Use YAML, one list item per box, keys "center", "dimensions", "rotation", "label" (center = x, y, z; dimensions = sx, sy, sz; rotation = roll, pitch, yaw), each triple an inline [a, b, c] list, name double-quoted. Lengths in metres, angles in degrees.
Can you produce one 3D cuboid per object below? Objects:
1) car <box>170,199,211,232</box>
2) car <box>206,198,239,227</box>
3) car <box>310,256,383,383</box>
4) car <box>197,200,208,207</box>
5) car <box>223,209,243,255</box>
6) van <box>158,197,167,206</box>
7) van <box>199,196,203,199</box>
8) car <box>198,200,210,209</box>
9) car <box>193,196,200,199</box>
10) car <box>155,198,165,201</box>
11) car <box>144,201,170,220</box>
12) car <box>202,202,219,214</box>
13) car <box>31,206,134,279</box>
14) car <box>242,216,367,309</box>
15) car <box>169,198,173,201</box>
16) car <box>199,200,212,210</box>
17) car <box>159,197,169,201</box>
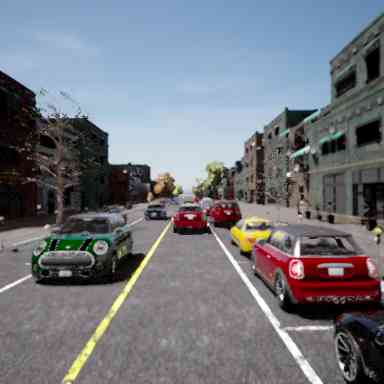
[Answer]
- center: [-0.122, 1.573, 21.785]
  dimensions: [2.097, 1.767, 4.553]
  rotation: [0, -1, -1]
  label: "car"
- center: [2.430, 1.552, 24.699]
  dimensions: [2.192, 1.841, 5.009]
  rotation: [-1, -1, -1]
  label: "car"
- center: [2.690, 1.576, 2.506]
  dimensions: [1.947, 1.339, 4.313]
  rotation: [-1, -1, -1]
  label: "car"
- center: [1.986, 2.214, 63.530]
  dimensions: [1.802, 1.307, 4.206]
  rotation: [-1, -1, -1]
  label: "car"
- center: [2.559, 1.651, 13.771]
  dimensions: [1.752, 1.417, 4.829]
  rotation: [-1, -1, -1]
  label: "car"
- center: [-6.526, 2.132, 74.529]
  dimensions: [1.690, 1.788, 3.998]
  rotation: [-1, -1, -1]
  label: "van"
- center: [2.174, 1.804, 46.890]
  dimensions: [1.690, 1.788, 3.998]
  rotation: [-1, -1, -1]
  label: "van"
- center: [2.050, 2.157, 57.982]
  dimensions: [1.802, 1.307, 4.206]
  rotation: [-1, -1, -1]
  label: "car"
- center: [-0.391, 1.809, 44.824]
  dimensions: [2.097, 1.767, 4.553]
  rotation: [0, 0, -1]
  label: "car"
- center: [-6.330, 2.173, 57.884]
  dimensions: [2.008, 1.369, 4.403]
  rotation: [-1, -1, -1]
  label: "car"
- center: [-3.372, 1.846, 31.573]
  dimensions: [1.837, 1.490, 4.892]
  rotation: [0, -1, 0]
  label: "car"
- center: [2.242, 1.989, 41.339]
  dimensions: [1.802, 1.307, 4.206]
  rotation: [-1, -1, -1]
  label: "car"
- center: [-3.190, 1.479, 10.557]
  dimensions: [2.097, 1.767, 4.553]
  rotation: [0, -1, -1]
  label: "car"
- center: [2.624, 1.507, 8.055]
  dimensions: [1.967, 1.590, 4.097]
  rotation: [-1, -1, -1]
  label: "car"
- center: [-3.803, 2.232, 72.181]
  dimensions: [1.812, 1.442, 4.674]
  rotation: [0, -1, -1]
  label: "car"
- center: [2.114, 2.064, 52.435]
  dimensions: [1.887, 1.381, 4.507]
  rotation: [-1, -1, -1]
  label: "car"
- center: [-6.462, 2.049, 68.981]
  dimensions: [2.192, 1.841, 5.009]
  rotation: [-1, -1, -1]
  label: "car"
